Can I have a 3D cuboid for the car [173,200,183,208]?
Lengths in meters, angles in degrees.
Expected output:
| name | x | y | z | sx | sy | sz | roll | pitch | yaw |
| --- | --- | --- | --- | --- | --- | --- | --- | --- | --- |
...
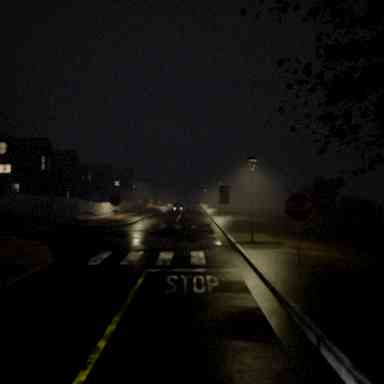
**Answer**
| name | x | y | z | sx | sy | sz | roll | pitch | yaw |
| --- | --- | --- | --- | --- | --- | --- | --- | --- | --- |
| car | -2.722 | 2.328 | 65.292 | 2.033 | 1.411 | 5.357 | 0 | -1 | 0 |
